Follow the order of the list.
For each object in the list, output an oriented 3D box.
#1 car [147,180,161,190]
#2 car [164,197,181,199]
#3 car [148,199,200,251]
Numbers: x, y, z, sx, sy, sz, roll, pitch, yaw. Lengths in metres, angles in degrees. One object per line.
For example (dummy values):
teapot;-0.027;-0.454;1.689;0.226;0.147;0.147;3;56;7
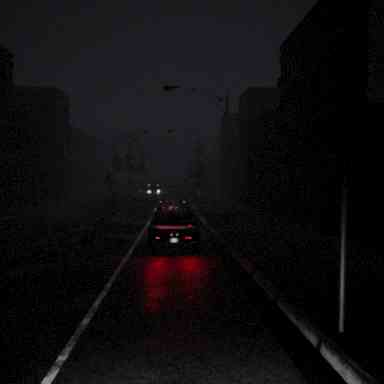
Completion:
car;-6.636;-1.320;58.291;2.097;1.767;4.553;0;5;-3
car;-1.560;1.077;26.385;2.033;1.411;5.357;0;2;-3
car;-0.726;1.289;13.361;2.128;1.511;4.902;0;2;-3
